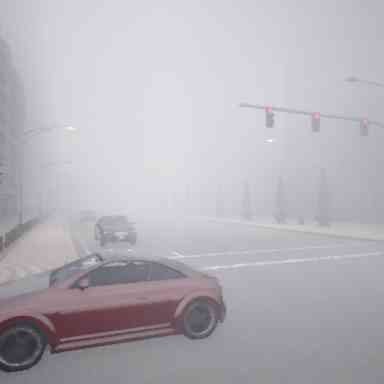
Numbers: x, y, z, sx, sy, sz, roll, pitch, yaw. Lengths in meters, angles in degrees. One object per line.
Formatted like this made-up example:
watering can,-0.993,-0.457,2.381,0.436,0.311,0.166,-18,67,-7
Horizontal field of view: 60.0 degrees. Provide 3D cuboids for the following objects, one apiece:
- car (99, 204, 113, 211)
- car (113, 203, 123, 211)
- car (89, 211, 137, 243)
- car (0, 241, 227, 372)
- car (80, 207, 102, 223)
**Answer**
car,-22.678,4.102,87.124,2.150,2.045,5.566,0,-2,-21
car,-19.539,4.439,88.712,1.812,1.442,4.674,0,-2,-21
car,-4.433,2.097,18.983,2.128,1.511,4.902,0,-2,-21
car,-1.506,1.763,5.818,4.181,1.385,1.994,0,-2,-21
car,-12.346,2.855,39.715,2.033,1.411,5.357,0,-2,-21
